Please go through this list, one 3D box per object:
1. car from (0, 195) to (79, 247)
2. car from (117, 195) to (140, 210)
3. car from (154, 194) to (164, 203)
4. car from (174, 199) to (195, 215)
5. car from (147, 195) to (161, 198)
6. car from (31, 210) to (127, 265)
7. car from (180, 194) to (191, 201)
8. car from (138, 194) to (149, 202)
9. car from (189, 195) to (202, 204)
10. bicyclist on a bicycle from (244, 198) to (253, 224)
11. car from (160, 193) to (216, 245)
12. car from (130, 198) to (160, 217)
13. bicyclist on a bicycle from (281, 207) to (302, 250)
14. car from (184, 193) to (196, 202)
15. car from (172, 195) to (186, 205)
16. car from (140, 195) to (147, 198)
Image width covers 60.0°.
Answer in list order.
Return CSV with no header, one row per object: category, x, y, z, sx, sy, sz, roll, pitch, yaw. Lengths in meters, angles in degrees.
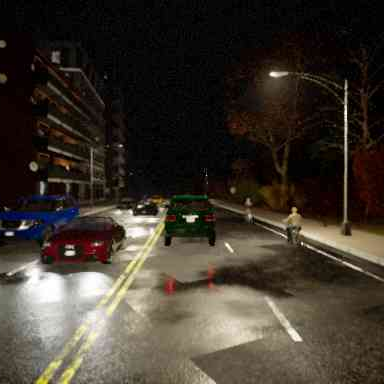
car,-6.809,1.184,15.060,2.150,2.045,5.566,0,0,-1
car,-7.882,1.369,40.657,1.882,1.535,5.008,0,0,-3
car,-6.495,1.286,65.376,1.882,1.535,5.008,0,0,-5
car,-0.843,1.452,34.564,2.033,1.411,5.357,0,0,-3
car,-5.151,1.342,48.634,1.882,1.535,5.008,0,0,-4
car,-3.488,1.535,11.425,1.994,1.385,4.181,0,0,-1
car,-1.601,1.289,80.853,2.033,1.411,5.357,0,0,-7
car,-10.193,1.283,69.919,2.128,1.511,4.902,0,0,-6
car,0.610,1.301,59.381,1.882,1.535,5.008,0,0,-5
bicyclist on a bicycle,3.731,1.309,22.239,0.659,1.776,1.843,0,0,-2
car,-0.118,1.180,15.576,2.150,2.045,5.566,0,0,-1
car,-4.062,1.485,29.685,1.994,1.385,4.181,0,0,-3
bicyclist on a bicycle,4.010,1.400,13.140,0.866,1.612,1.509,0,0,-1
car,-0.454,1.141,70.530,2.097,1.767,4.553,0,0,-6
car,-2.307,1.328,56.233,2.128,1.511,4.902,0,0,-5
car,-9.014,1.345,56.959,1.837,1.490,4.892,0,0,-4
